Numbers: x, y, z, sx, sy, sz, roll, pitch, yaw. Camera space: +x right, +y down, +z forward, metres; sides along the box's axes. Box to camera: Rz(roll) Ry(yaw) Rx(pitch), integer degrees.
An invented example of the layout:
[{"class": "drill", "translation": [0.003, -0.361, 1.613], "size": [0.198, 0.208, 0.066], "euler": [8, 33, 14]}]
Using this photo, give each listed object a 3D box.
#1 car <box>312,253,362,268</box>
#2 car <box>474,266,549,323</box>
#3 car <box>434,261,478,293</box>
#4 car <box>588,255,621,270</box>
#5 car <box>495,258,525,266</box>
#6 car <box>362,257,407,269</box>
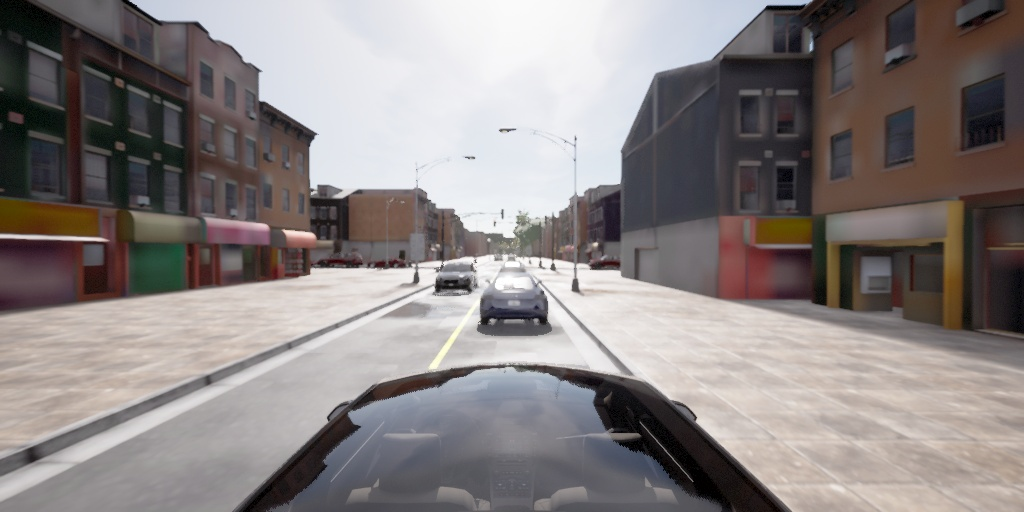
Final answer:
[{"class": "car", "translation": [-20.208, 0.503, 42.421], "size": [5.009, 1.841, 2.192], "euler": [0, 0, 0]}, {"class": "car", "translation": [0.059, 1.206, 11.568], "size": [1.994, 1.385, 4.181], "euler": [0, 1, 0]}, {"class": "car", "translation": [-2.869, 1.065, 19.285], "size": [1.837, 1.490, 4.892], "euler": [0, 1, 0]}, {"class": "car", "translation": [11.634, 0.732, 42.535], "size": [5.009, 1.841, 2.192], "euler": [0, 0, 0]}, {"class": "car", "translation": [0.032, 1.046, 26.731], "size": [1.994, 1.385, 4.181], "euler": [0, 1, 0]}, {"class": "car", "translation": [-14.774, 0.771, 42.440], "size": [4.507, 1.381, 1.888], "euler": [0, 0, 0]}]
